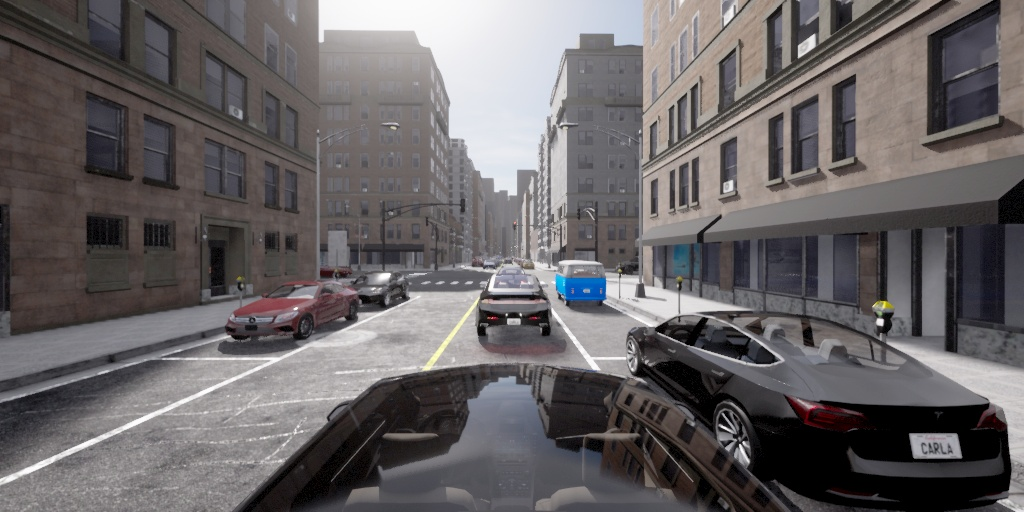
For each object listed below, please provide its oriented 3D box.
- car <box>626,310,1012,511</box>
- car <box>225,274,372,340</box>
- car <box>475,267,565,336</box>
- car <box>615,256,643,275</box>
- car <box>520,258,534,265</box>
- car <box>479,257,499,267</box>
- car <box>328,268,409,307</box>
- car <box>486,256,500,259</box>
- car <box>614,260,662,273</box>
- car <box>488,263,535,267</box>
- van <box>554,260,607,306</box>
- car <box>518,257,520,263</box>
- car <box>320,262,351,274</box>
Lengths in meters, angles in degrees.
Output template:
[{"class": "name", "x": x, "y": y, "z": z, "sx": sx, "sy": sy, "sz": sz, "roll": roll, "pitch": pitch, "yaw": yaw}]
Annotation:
[{"class": "car", "x": 2.851, "y": 1.315, "z": 4.494, "sx": 1.948, "sy": 1.339, "sz": 4.313, "roll": 0, "pitch": 0, "yaw": 0}, {"class": "car", "x": -5.688, "y": 1.331, "z": 9.909, "sx": 1.802, "sy": 1.307, "sz": 4.207, "roll": 0, "pitch": 0, "yaw": 0}, {"class": "car", "x": 0.052, "y": 1.240, "z": 10.359, "sx": 2.128, "sy": 1.511, "sz": 4.902, "roll": 0, "pitch": 0, "yaw": 0}, {"class": "car", "x": 14.087, "y": 0.959, "z": 38.802, "sx": 5.566, "sy": 2.045, "sz": 2.150, "roll": 0, "pitch": 0, "yaw": -1}, {"class": "car", "x": 2.517, "y": 1.261, "z": 54.750, "sx": 1.751, "sy": 1.417, "sz": 4.829, "roll": 0, "pitch": 0, "yaw": -1}, {"class": "car", "x": -3.439, "y": 1.283, "z": 54.908, "sx": 2.033, "sy": 1.411, "sz": 5.357, "roll": 0, "pitch": 0, "yaw": -1}, {"class": "car", "x": -5.702, "y": 1.314, "z": 15.360, "sx": 1.948, "sy": 1.339, "sz": 4.313, "roll": 0, "pitch": 0, "yaw": 0}, {"class": "car", "x": -3.561, "y": 1.234, "z": 64.606, "sx": 1.837, "sy": 1.490, "sz": 4.892, "roll": 0, "pitch": 0, "yaw": -1}, {"class": "car", "x": 14.704, "y": 1.206, "z": 42.060, "sx": 5.008, "sy": 1.535, "sz": 1.882, "roll": 0, "pitch": 0, "yaw": -1}, {"class": "car", "x": -0.044, "y": 1.295, "z": 20.101, "sx": 2.033, "sy": 1.411, "sz": 5.357, "roll": 0, "pitch": 0, "yaw": 0}, {"class": "van", "x": 2.823, "y": 1.089, "z": 15.391, "sx": 1.690, "sy": 1.789, "sz": 3.998, "roll": 0, "pitch": 0, "yaw": 0}, {"class": "car", "x": 2.430, "y": 1.172, "z": 60.105, "sx": 1.967, "sy": 1.591, "sz": 4.097, "roll": 0, "pitch": 0, "yaw": -1}, {"class": "car", "x": -16.673, "y": 1.336, "z": 31.657, "sx": 4.718, "sy": 1.301, "sz": 1.895, "roll": 0, "pitch": 0, "yaw": -1}]
